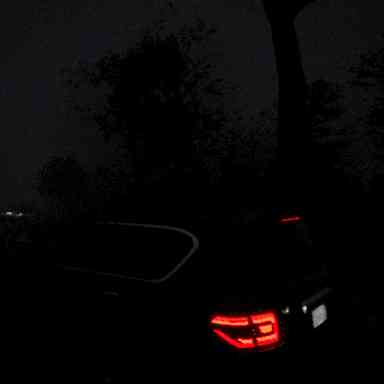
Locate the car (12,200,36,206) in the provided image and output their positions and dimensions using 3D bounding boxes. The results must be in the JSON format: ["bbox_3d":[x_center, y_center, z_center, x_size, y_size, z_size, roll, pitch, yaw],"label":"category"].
[{"bbox_3d":[-25.698,2.371,51.812,2.150,2.045,5.566,0,-1,-14],"label":"car"}]

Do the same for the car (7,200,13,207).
[{"bbox_3d":[-32.074,2.524,60.312,2.150,2.045,5.566,0,-1,-26],"label":"car"}]

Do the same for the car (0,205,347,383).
[{"bbox_3d":[-0.894,1.252,4.671,5.566,2.045,2.150,-2,-1,41],"label":"car"}]
